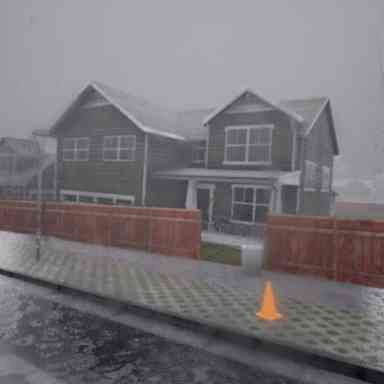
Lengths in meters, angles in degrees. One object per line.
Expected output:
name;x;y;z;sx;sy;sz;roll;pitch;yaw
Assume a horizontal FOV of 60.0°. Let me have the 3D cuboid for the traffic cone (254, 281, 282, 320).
traffic cone;1.320;1.841;5.747;0.340;0.580;0.340;1;0;-39
